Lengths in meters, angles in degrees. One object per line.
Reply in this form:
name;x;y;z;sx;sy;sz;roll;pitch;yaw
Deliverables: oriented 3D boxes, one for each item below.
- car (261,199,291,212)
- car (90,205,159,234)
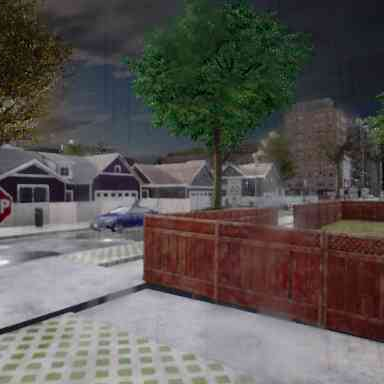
car;9.839;1.581;38.859;2.033;1.411;5.357;0;0;36
car;-3.813;1.535;19.731;1.812;1.442;4.674;0;0;35
